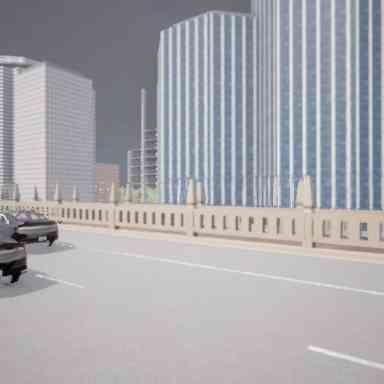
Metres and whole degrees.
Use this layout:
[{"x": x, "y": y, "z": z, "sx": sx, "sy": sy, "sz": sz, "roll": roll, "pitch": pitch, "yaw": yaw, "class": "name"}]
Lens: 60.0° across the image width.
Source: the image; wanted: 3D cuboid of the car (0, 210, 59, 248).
[{"x": -7.464, "y": 1.501, "z": 13.617, "sx": 4.902, "sy": 1.511, "sz": 2.128, "roll": 0, "pitch": 0, "yaw": 36, "class": "car"}]

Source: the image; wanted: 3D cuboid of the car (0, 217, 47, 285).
[{"x": -6.055, "y": 1.497, "z": 8.312, "sx": 4.902, "sy": 1.511, "sz": 2.128, "roll": 0, "pitch": 0, "yaw": 36, "class": "car"}]
